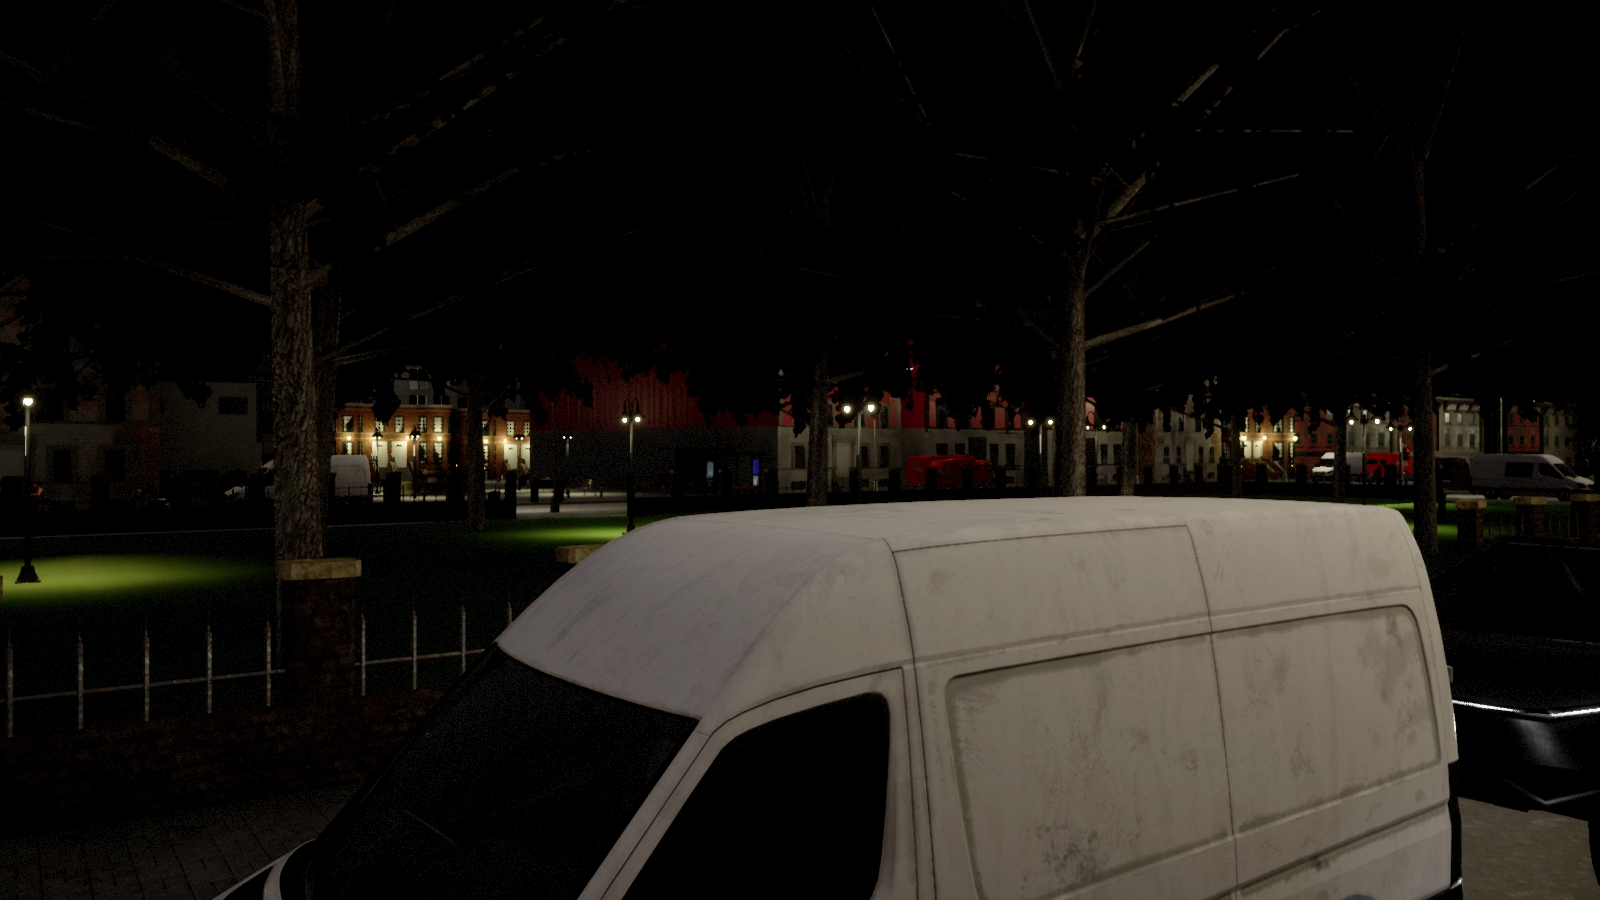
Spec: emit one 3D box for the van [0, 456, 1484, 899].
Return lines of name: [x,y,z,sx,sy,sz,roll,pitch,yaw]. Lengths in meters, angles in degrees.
van: [0.300,1.313,4.618,5.915,2.561,1.988,0,0,-35]

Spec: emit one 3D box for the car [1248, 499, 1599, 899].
car: [6.572,1.529,8.999,6.274,2.098,2.390,0,0,-32]

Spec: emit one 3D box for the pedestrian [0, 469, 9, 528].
pedestrian: [-25.247,1.525,36.148,0.375,1.860,0.375,0,0,-35]
